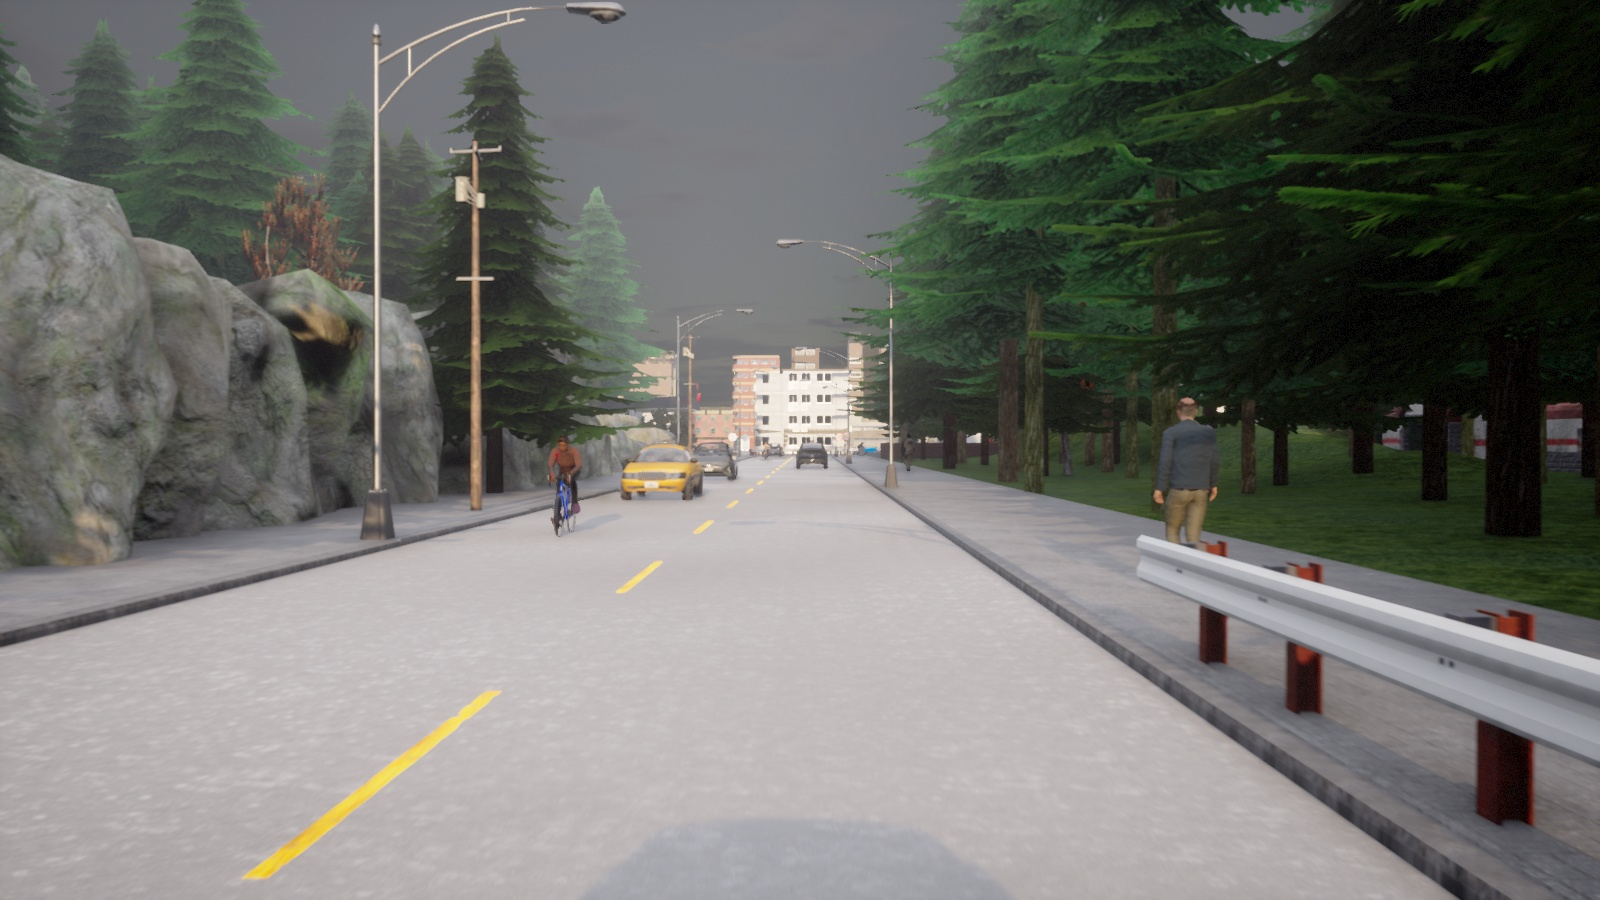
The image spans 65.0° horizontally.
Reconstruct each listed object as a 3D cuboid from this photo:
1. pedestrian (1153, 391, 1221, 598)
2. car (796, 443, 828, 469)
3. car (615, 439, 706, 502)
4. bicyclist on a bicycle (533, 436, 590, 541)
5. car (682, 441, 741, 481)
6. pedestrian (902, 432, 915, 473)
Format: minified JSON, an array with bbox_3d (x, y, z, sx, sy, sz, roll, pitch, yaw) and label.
[{"bbox_3d":[3.548,0.394,11.558,0.402,1.842,0.726,0,0,0],"label":"pedestrian"},{"bbox_3d":[0.705,0.332,74.547,1.837,1.490,4.892,0,0,1],"label":"car"},{"bbox_3d":[-3.679,0.490,33.962,1.801,1.575,5.366,0,0,1],"label":"car"},{"bbox_3d":[-3.807,0.582,20.179,0.582,1.620,1.656,0,1,1],"label":"bicyclist on a bicycle"},{"bbox_3d":[-3.521,0.404,50.607,2.007,1.525,4.514,0,0,1],"label":"car"},{"bbox_3d":[5.211,0.121,60.140,0.396,1.930,0.692,0,0,-18],"label":"pedestrian"}]
